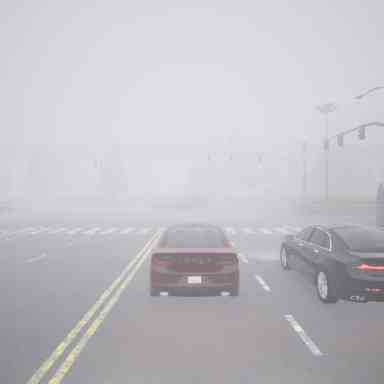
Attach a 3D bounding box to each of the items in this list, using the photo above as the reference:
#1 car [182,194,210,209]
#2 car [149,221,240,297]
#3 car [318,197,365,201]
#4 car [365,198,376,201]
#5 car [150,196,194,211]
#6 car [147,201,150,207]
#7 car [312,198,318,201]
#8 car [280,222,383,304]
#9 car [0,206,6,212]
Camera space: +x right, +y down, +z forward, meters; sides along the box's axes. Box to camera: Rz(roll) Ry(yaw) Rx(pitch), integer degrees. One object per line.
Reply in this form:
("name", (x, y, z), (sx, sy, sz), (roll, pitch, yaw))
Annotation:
("car", (-0.443, 1.221, 43.704), (5.566, 2.045, 2.150), (0, 0, 0))
("car", (0.055, 1.478, 8.640), (1.882, 1.535, 5.008), (0, 0, 0))
("car", (17.966, 1.562, 40.139), (4.181, 1.385, 1.994), (0, 0, 0))
("car", (22.684, 1.547, 43.623), (5.357, 1.411, 2.033), (0, 0, 0))
("car", (-2.363, 1.526, 40.211), (4.674, 1.442, 1.812), (0, 0, 0))
("car", (-3.902, 1.505, 47.217), (4.892, 1.490, 1.837), (0, 0, 0))
("car", (18.462, 1.505, 47.137), (4.892, 1.490, 1.837), (0, 0, 0))
("car", (3.554, 1.505, 8.128), (1.837, 1.490, 4.892), (0, 0, 0))
("car", (-21.533, 1.547, 33.080), (5.357, 1.411, 2.033), (0, 0, 0))
